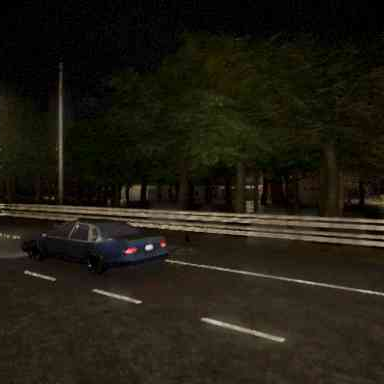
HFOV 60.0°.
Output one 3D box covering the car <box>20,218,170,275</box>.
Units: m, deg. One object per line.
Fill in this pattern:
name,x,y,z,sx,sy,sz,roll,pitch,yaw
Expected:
car,-3.203,1.551,10.454,5.357,1.411,2.033,0,0,36
